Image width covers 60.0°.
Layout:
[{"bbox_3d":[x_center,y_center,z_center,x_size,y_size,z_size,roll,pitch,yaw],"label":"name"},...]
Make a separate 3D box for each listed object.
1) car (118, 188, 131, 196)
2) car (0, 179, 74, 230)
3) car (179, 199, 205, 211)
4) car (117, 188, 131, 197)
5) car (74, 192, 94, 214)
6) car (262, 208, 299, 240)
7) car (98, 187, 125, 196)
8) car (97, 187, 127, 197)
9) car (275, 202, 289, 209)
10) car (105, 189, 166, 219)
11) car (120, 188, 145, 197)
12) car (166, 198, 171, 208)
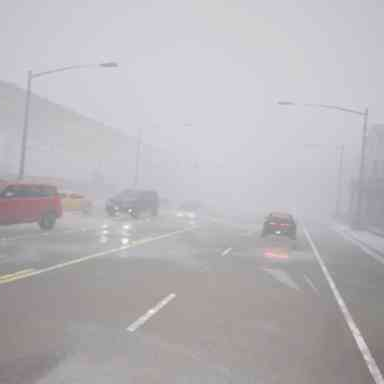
[{"bbox_3d":[-13.742,-0.019,67.076,1.853,1.218,4.536,5,0,-20],"label":"car"},{"bbox_3d":[-7.627,0.524,13.446,2.150,2.045,5.566,5,0,16],"label":"car"},{"bbox_3d":[0.019,1.527,39.346,1.895,1.301,4.718,5,0,17],"label":"car"},{"bbox_3d":[-13.738,0.140,67.028,2.038,1.542,4.974,5,0,-20],"label":"car"},{"bbox_3d":[-8.619,0.681,22.470,1.882,1.535,5.008,5,0,16],"label":"car"},{"bbox_3d":[5.437,2.020,20.501,1.837,1.490,4.892,5,0,16],"label":"car"},{"bbox_3d":[-15.062,-0.126,62.580,4.536,1.218,1.853,5,0,-30],"label":"car"},{"bbox_3d":[-15.031,0.034,62.606,4.974,1.542,2.038,5,0,-30],"label":"car"},{"bbox_3d":[15.183,2.540,55.809,2.097,1.767,4.553,5,1,19],"label":"car"},{"bbox_3d":[-4.240,0.801,24.910,2.150,2.045,5.566,5,0,17],"label":"car"},{"bbox_3d":[-12.974,0.197,72.398,4.974,1.542,2.038,5,0,-45],"label":"car"},{"bbox_3d":[-4.006,1.126,38.056,2.033,1.411,5.357,5,0,17],"label":"car"}]
